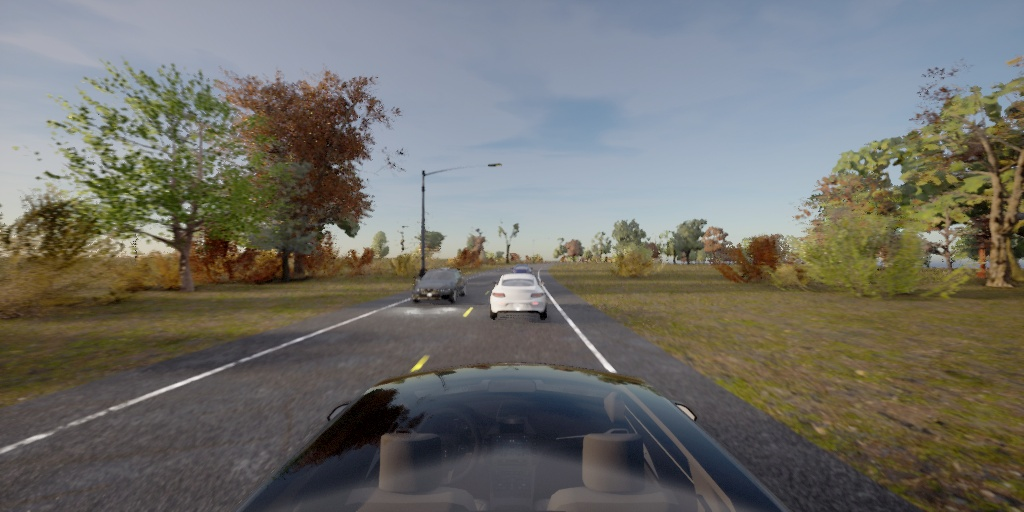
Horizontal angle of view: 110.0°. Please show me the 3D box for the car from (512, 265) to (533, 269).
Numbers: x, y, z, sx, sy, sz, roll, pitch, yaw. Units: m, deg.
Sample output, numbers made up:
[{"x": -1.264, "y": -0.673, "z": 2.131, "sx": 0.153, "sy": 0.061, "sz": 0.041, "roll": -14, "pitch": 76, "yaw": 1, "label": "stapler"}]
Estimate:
[{"x": 0.927, "y": 1.525, "z": 32.975, "sx": 1.812, "sy": 1.442, "sz": 4.674, "roll": 0, "pitch": 0, "yaw": 3, "label": "car"}]

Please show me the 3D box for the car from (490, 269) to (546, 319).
[{"x": 0.230, "y": 1.368, "z": 13.240, "sx": 1.812, "sy": 1.442, "sz": 4.674, "roll": 0, "pitch": 0, "yaw": 1, "label": "car"}]

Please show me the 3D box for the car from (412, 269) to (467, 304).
[{"x": -3.367, "y": 1.377, "z": 17.323, "sx": 1.837, "sy": 1.490, "sz": 4.892, "roll": 0, "pitch": 0, "yaw": 2, "label": "car"}]
